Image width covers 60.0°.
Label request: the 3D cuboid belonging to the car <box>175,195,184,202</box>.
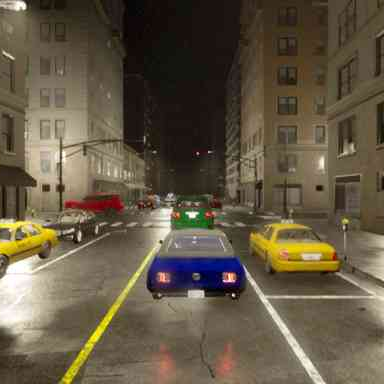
[{"bbox_3d":[-2.924,1.465,76.171,1.895,1.301,4.718,0,0,0],"label":"car"}]

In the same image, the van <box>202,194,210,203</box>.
[{"bbox_3d":[2.926,1.354,69.933,1.690,1.788,3.998,0,0,0],"label":"van"}]

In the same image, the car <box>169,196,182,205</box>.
[{"bbox_3d":[-3.000,1.503,61.851,2.128,1.511,4.902,0,0,0],"label":"car"}]

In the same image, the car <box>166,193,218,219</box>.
[{"bbox_3d":[0.018,1.220,18.125,2.150,2.045,5.566,0,0,0],"label":"car"}]

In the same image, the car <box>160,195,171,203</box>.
[{"bbox_3d":[-5.599,1.453,69.942,1.967,1.590,4.097,0,0,0],"label":"car"}]

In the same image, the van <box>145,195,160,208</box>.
[{"bbox_3d":[-5.622,1.347,47.936,1.690,1.788,3.998,0,0,0],"label":"van"}]

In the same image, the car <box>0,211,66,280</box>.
[{"bbox_3d":[-5.659,1.524,9.966,1.752,1.417,4.829,0,0,0],"label":"car"}]

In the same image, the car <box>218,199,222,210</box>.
[{"bbox_3d":[2.899,1.549,42.426,1.887,1.381,4.507,0,0,0],"label":"car"}]

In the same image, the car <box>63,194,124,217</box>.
[{"bbox_3d":[-9.206,1.229,31.110,5.566,2.045,2.150,0,1,-12],"label":"car"}]

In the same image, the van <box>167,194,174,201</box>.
[{"bbox_3d":[-5.583,1.359,86.447,1.690,1.788,3.998,0,0,0],"label":"van"}]

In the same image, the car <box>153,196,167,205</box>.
[{"bbox_3d":[-5.611,1.450,58.939,1.967,1.590,4.097,0,0,0],"label":"car"}]

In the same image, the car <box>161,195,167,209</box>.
[{"bbox_3d":[-3.052,1.497,46.133,2.128,1.511,4.902,0,0,0],"label":"car"}]

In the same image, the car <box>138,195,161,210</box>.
[{"bbox_3d":[-5.627,1.319,42.435,2.192,1.841,5.009,0,0,0],"label":"car"}]

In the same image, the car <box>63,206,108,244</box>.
[{"bbox_3d":[-5.653,1.549,15.661,2.008,1.369,4.403,0,0,0],"label":"car"}]

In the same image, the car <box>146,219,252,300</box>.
[{"bbox_3d":[0.091,1.599,8.359,1.895,1.301,4.718,0,0,0],"label":"car"}]

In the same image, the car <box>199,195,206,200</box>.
[{"bbox_3d":[2.949,1.603,91.938,1.802,1.307,4.206,0,0,0],"label":"car"}]

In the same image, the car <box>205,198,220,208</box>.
[{"bbox_3d":[2.904,1.572,47.928,1.947,1.339,4.313,0,0,0],"label":"car"}]

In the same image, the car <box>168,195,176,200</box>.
[{"bbox_3d":[-5.577,1.571,91.947,2.008,1.369,4.403,0,0,0],"label":"car"}]

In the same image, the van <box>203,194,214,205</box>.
[{"bbox_3d":[2.915,1.350,58.930,1.690,1.788,3.998,0,0,0],"label":"van"}]

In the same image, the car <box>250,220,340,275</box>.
[{"bbox_3d":[2.866,1.524,10.297,1.752,1.417,4.829,0,0,0],"label":"car"}]
